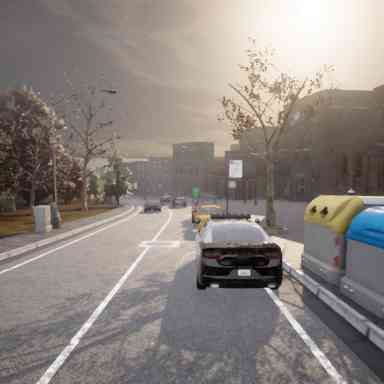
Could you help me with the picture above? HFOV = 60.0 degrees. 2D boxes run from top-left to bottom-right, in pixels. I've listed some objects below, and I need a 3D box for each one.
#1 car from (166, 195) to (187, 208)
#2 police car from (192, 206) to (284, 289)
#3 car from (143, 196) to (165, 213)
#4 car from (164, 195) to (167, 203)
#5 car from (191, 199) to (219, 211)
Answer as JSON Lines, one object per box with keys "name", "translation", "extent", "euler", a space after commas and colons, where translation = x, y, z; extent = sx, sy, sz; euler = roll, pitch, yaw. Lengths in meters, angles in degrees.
{"name": "car", "translation": [-1.931, 1.384, 46.897], "extent": [2.128, 1.511, 4.902], "euler": [-1, 0, -10]}
{"name": "police car", "translation": [1.043, 1.408, 9.232], "extent": [1.930, 1.638, 5.238], "euler": [0, 0, 0]}
{"name": "car", "translation": [-4.209, 1.496, 36.058], "extent": [2.033, 1.411, 5.357], "euler": [0, 0, -5]}
{"name": "car", "translation": [-4.776, 1.386, 60.387], "extent": [1.837, 1.490, 4.892], "euler": [-2, 0, -16]}
{"name": "car", "translation": [1.034, 1.419, 19.358], "extent": [1.801, 1.575, 5.366], "euler": [0, 0, 0]}
